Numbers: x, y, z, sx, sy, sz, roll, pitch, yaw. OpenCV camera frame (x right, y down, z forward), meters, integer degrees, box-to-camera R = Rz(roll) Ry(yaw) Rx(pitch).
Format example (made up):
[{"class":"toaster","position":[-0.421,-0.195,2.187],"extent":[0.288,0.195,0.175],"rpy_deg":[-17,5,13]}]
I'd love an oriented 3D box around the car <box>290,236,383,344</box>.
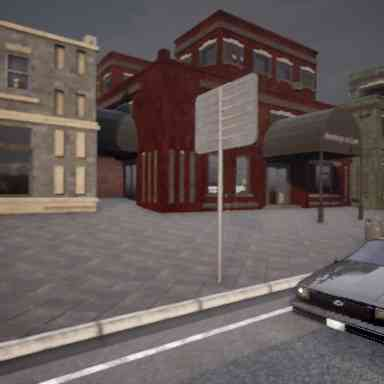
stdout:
[{"class":"car","position":[4.279,1.580,6.437],"extent":[5.357,1.411,2.033],"rpy_deg":[0,0,-36]}]
